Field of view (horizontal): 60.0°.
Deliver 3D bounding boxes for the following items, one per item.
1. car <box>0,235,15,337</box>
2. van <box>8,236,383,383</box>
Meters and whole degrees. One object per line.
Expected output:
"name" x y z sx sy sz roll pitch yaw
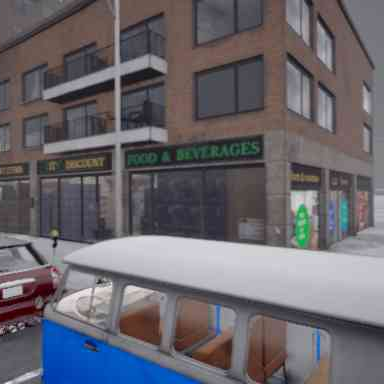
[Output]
"car" -4.144 1.484 5.967 4.097 1.590 1.967 -1 0 36
"van" 0.418 1.341 2.603 3.998 1.788 1.690 -1 0 36
